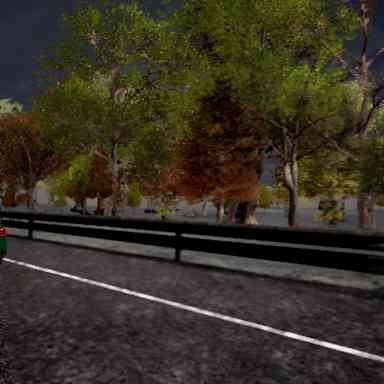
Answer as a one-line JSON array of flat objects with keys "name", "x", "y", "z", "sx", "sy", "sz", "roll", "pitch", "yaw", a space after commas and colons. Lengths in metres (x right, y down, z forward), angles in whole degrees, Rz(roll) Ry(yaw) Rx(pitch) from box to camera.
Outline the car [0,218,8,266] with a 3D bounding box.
[{"name": "car", "x": -7.928, "y": 1.343, "z": 10.554, "sx": 5.566, "sy": 2.045, "sz": 2.150, "roll": 0, "pitch": 0, "yaw": 39}]
